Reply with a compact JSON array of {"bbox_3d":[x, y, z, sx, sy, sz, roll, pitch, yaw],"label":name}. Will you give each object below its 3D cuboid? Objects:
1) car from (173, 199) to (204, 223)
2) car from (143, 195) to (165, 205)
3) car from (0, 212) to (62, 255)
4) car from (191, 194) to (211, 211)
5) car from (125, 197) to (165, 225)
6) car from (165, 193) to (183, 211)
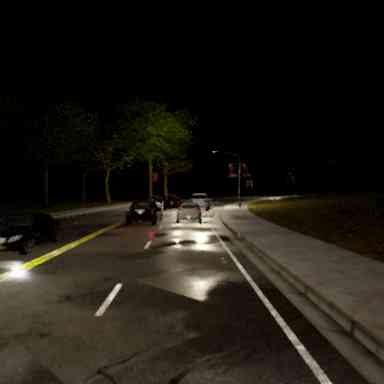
[{"bbox_3d":[-0.163,1.541,25.498,1.812,1.442,4.674,0,0,2],"label":"car"},{"bbox_3d":[-6.228,1.281,55.463,2.128,1.511,4.902,-1,0,13],"label":"car"},{"bbox_3d":[-6.826,1.567,13.559,1.812,1.442,4.674,0,0,-1],"label":"car"},{"bbox_3d":[1.104,1.211,40.621,2.150,2.045,5.566,0,0,8],"label":"car"},{"bbox_3d":[-3.428,1.387,24.406,2.097,1.767,4.553,0,0,1],"label":"car"},{"bbox_3d":[-2.098,1.366,40.980,2.097,1.767,4.553,0,0,7],"label":"car"}]
